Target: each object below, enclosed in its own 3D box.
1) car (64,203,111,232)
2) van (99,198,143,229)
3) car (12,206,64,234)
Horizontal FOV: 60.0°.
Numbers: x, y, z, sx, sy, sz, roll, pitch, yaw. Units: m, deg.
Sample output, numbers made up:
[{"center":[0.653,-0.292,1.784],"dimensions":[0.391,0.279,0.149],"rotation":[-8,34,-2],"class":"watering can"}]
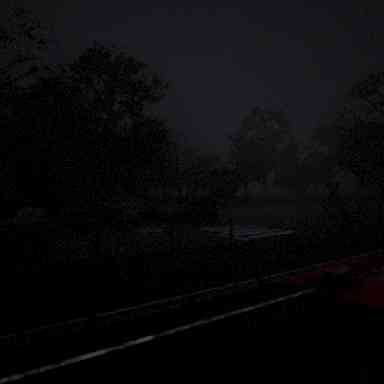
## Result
[{"center":[-7.333,1.675,21.546],"dimensions":[2.163,1.488,4.792],"rotation":[0,0,-36],"class":"car"},{"center":[-4.991,1.439,23.041],"dimensions":[1.878,1.987,4.442],"rotation":[0,0,-36],"class":"van"},{"center":[-9.466,1.624,19.755],"dimensions":[1.946,1.575,5.366],"rotation":[0,0,-36],"class":"car"}]
